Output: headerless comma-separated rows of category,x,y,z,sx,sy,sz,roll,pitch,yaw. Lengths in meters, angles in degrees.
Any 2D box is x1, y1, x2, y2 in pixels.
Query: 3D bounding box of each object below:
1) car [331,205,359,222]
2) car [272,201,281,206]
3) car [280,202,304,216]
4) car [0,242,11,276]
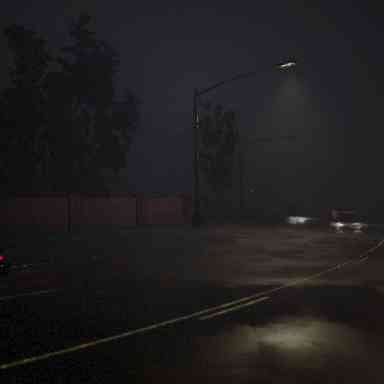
car,15.381,2.139,33.577,1.882,1.535,5.008,-1,-1,14
car,19.054,2.663,74.534,1.882,1.535,5.008,-1,-1,3
car,13.711,2.450,44.737,2.128,1.511,4.902,-1,-1,5
car,-7.166,1.628,7.500,5.357,1.411,2.033,1,-1,-34
